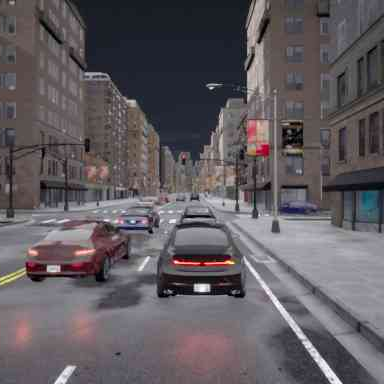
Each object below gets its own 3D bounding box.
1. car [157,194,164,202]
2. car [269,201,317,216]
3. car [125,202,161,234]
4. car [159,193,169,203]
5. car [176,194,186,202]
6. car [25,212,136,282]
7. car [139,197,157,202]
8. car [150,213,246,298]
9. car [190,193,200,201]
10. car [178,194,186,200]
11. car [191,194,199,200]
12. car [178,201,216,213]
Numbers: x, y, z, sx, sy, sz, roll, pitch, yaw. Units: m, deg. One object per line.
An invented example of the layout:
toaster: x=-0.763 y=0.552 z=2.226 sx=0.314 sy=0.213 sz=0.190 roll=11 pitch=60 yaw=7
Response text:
car: x=-6.124 y=1.497 z=54.144 sx=1.812 sy=1.442 sz=4.674 roll=0 pitch=0 yaw=1
car: x=10.071 y=1.597 z=33.327 sx=4.674 sy=1.442 sz=1.812 roll=0 pitch=-1 yaw=4
car: x=-2.958 y=1.545 z=19.203 sx=2.033 sy=1.411 sz=5.357 roll=0 pitch=0 yaw=0
car: x=-5.933 y=1.178 z=68.115 sx=2.150 sy=2.045 sz=5.566 roll=0 pitch=0 yaw=1
car: x=-2.620 y=1.492 z=75.696 sx=1.994 sy=1.385 sz=4.181 roll=0 pitch=0 yaw=0
car: x=-3.026 y=1.526 z=9.636 sx=1.812 sy=1.442 sz=4.674 roll=0 pitch=0 yaw=1
car: x=-6.211 y=1.581 z=44.134 sx=1.895 sy=1.301 sz=4.718 roll=0 pitch=0 yaw=0
car: x=0.205 y=1.506 z=8.500 sx=1.837 sy=1.490 sz=4.892 roll=0 pitch=0 yaw=0
car: x=0.627 y=1.164 z=75.283 sx=2.150 sy=2.045 sz=5.566 roll=0 pitch=0 yaw=0
car: x=-2.542 y=1.244 z=85.699 sx=1.882 sy=1.535 sz=5.008 roll=0 pitch=0 yaw=0
car: x=0.708 y=1.244 z=85.673 sx=1.882 sy=1.535 sz=5.008 roll=0 pitch=0 yaw=0
car: x=0.291 y=1.490 z=17.896 sx=2.128 sy=1.511 sz=4.902 roll=0 pitch=0 yaw=-1
